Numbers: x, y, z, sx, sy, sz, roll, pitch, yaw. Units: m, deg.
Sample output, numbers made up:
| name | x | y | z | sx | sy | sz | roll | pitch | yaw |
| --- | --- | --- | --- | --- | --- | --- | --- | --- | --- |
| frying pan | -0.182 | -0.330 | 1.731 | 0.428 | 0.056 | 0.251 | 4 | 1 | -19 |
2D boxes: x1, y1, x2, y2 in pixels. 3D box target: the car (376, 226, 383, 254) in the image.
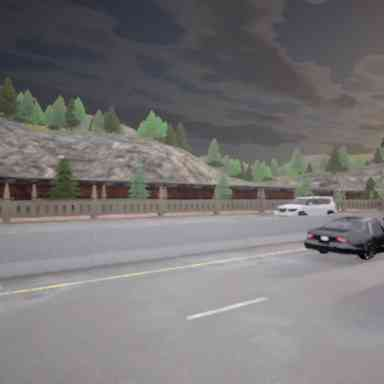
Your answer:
| name | x | y | z | sx | sy | sz | roll | pitch | yaw |
| --- | --- | --- | --- | --- | --- | --- | --- | --- | --- |
| car | 6.938 | 1.637 | 8.675 | 4.181 | 1.385 | 1.994 | 0 | 0 | -35 |

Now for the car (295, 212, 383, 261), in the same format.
| name | x | y | z | sx | sy | sz | roll | pitch | yaw |
| --- | --- | --- | --- | --- | --- | --- | --- | --- | --- |
| car | 6.556 | 1.634 | 12.674 | 5.357 | 1.411 | 2.033 | 0 | 0 | -35 |

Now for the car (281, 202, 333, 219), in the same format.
| name | x | y | z | sx | sy | sz | roll | pitch | yaw |
| --- | --- | --- | --- | --- | --- | --- | --- | --- | --- |
| car | 11.026 | 1.707 | 31.842 | 4.892 | 1.490 | 1.837 | 0 | -1 | -27 |

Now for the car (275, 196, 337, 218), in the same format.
| name | x | y | z | sx | sy | sz | roll | pitch | yaw |
| --- | --- | --- | --- | --- | --- | --- | --- | --- | --- |
| car | 9.277 | 1.387 | 26.950 | 5.566 | 2.045 | 2.150 | 0 | 0 | -30 |
